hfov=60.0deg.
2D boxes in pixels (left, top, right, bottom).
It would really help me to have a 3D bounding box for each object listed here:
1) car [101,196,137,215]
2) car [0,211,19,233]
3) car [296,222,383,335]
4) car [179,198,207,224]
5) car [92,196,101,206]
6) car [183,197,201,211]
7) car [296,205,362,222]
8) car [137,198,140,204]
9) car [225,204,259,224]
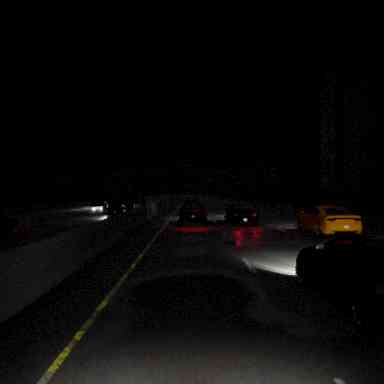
[{"bbox_3d":[-7.154,1.303,33.000,2.097,1.767,4.553,0,0,0],"label":"car"},{"bbox_3d":[-10.630,1.566,16.370,1.895,1.301,4.718,0,0,0],"label":"car"},{"bbox_3d":[3.590,1.548,6.682,1.994,1.385,4.181,0,0,0],"label":"car"},{"bbox_3d":[0.057,1.433,24.127,1.882,1.535,5.008,0,0,0],"label":"car"},{"bbox_3d":[-14.160,1.441,51.904,2.128,1.511,4.902,0,0,0],"label":"car"},{"bbox_3d":[0.027,1.441,41.166,2.128,1.511,4.902,0,0,0],"label":"car"},{"bbox_3d":[7.068,1.442,17.708,1.882,1.535,5.008,0,0,0],"label":"car"},{"bbox_3d":[-10.626,1.501,59.663,2.033,1.411,5.357,0,0,0],"label":"car"},{"bbox_3d":[3.556,1.556,24.430,1.895,1.301,4.718,0,0,0],"label":"car"}]
